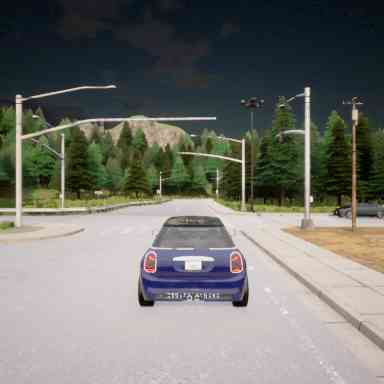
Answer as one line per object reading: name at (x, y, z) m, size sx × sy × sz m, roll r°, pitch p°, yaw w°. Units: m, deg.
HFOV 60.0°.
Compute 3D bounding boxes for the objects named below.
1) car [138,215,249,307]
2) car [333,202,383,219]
car at (0.042, 1.349, 8.150) m, size 2.097 × 1.767 × 4.553 m, roll 0°, pitch 0°, yaw 0°
car at (14.515, 1.591, 28.770) m, size 4.181 × 1.385 × 1.994 m, roll 0°, pitch 0°, yaw 1°
